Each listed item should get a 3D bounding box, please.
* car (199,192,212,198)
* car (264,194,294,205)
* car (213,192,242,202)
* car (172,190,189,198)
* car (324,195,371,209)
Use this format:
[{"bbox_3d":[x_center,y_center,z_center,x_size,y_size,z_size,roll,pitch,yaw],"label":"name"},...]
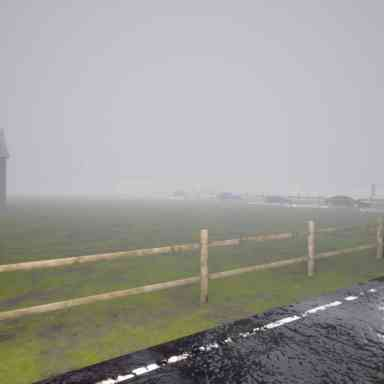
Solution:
[{"bbox_3d":[3.422,0.715,64.456,1.895,1.301,4.718,0,1,-36],"label":"car"},{"bbox_3d":[11.996,1.020,46.096,1.994,1.385,4.181,0,1,-34],"label":"car"},{"bbox_3d":[6.103,0.752,54.349,1.882,1.535,5.008,0,1,-35],"label":"car"},{"bbox_3d":[-2.497,0.439,72.587,1.837,1.490,4.892,0,1,-36],"label":"car"},{"bbox_3d":[17.711,1.112,38.062,1.882,1.535,5.008,0,1,-35],"label":"car"}]
